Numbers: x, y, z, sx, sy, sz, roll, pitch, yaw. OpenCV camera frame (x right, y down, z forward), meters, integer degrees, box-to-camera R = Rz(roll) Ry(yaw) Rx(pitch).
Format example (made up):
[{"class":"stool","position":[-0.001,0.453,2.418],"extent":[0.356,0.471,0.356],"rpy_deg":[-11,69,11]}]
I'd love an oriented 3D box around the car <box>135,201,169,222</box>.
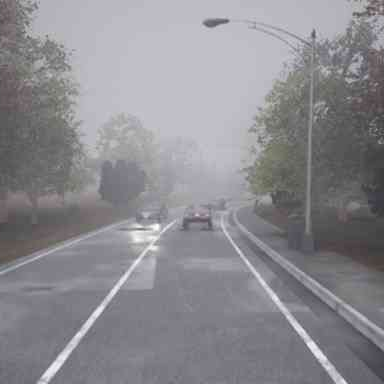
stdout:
[{"class":"car","position":[-2.965,1.430,25.528],"extent":[2.128,1.511,4.902],"rpy_deg":[0,0,5]}]

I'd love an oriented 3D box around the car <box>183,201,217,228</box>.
[{"class":"car","position":[0.425,1.468,21.970],"extent":[2.033,1.411,5.357],"rpy_deg":[0,-2,3]}]

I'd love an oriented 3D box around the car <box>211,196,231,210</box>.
[{"class":"car","position":[3.380,1.460,42.903],"extent":[2.128,1.511,4.902],"rpy_deg":[1,0,12]}]

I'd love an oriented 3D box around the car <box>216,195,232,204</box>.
[{"class":"car","position":[6.211,1.443,64.663],"extent":[1.812,1.442,4.674],"rpy_deg":[2,1,22]}]
